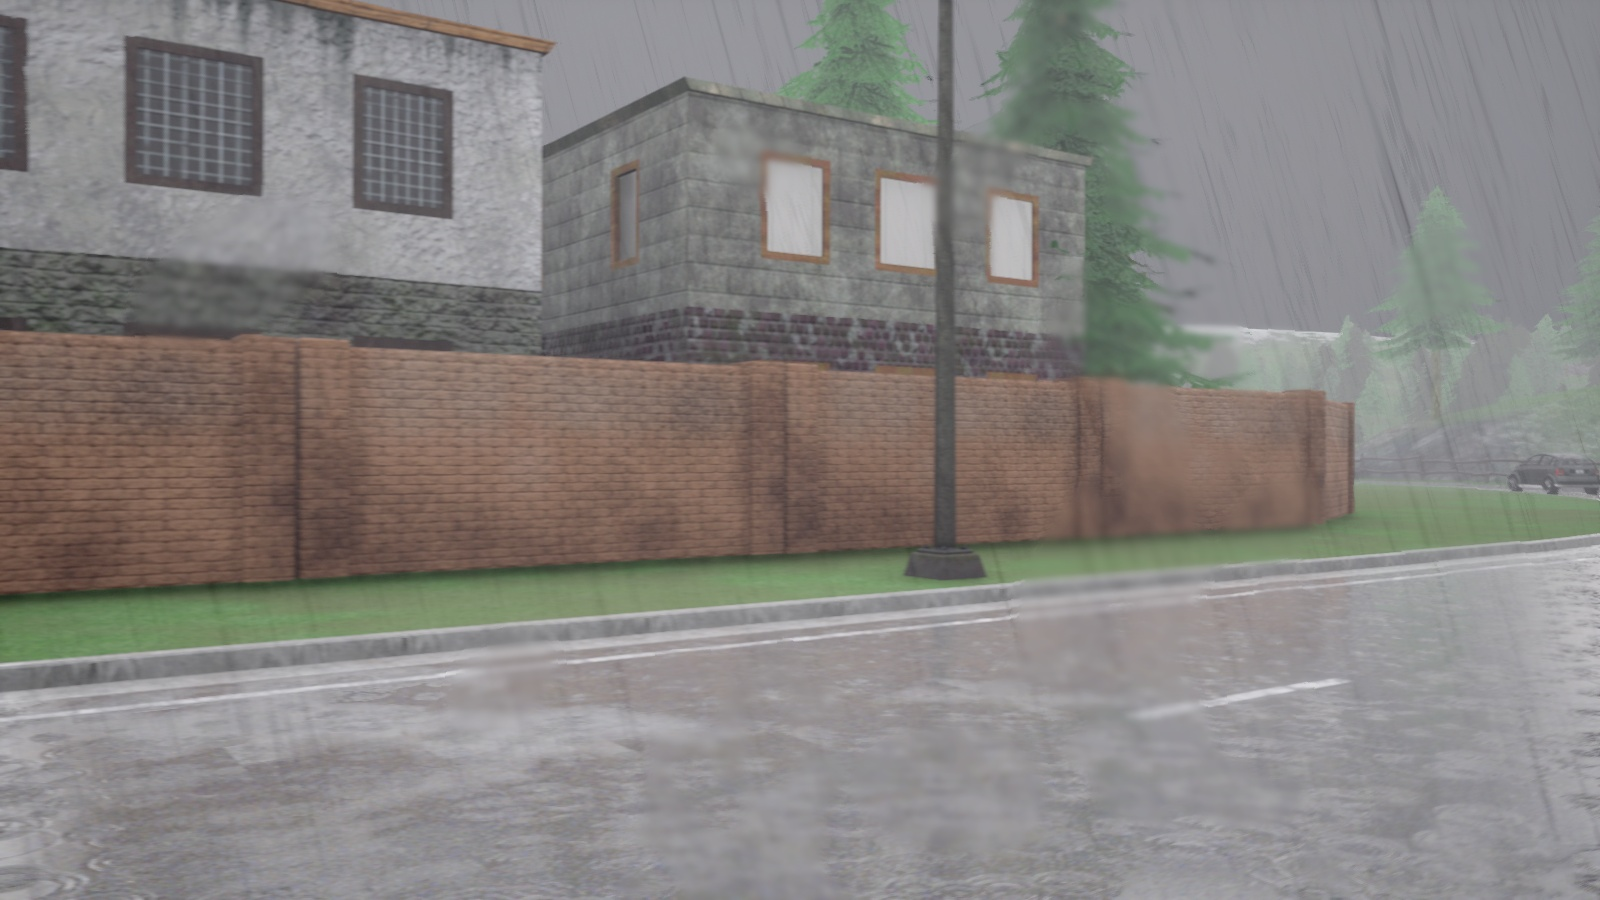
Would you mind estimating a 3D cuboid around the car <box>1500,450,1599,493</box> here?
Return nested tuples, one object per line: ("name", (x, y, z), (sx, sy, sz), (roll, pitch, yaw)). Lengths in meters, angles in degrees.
("car", (28.436, 0.777, 47.636), (1.789, 1.549, 3.705), (0, 0, 2))
